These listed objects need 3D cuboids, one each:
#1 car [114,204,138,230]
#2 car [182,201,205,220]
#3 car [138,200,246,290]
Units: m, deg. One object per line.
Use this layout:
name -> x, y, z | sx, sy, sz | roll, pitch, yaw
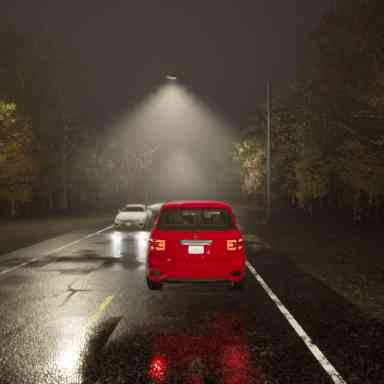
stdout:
car -> -3.606, 1.538, 21.189 | 1.812, 1.442, 4.674 | 0, 0, 0
car -> 0.090, 1.542, 28.964 | 1.812, 1.442, 4.674 | 0, 0, 0
car -> 0.092, 1.227, 9.203 | 2.150, 2.045, 5.566 | 0, 0, 0
